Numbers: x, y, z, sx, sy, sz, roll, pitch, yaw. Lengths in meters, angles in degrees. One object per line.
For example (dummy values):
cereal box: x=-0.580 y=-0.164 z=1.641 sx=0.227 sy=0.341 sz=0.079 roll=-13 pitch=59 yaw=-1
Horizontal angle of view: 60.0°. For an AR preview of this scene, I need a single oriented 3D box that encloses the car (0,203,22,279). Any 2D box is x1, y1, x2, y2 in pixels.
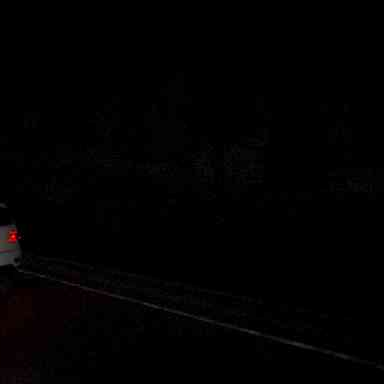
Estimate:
car: x=-6.736 y=1.222 z=8.796 sx=5.566 sy=2.045 sz=2.150 roll=0 pitch=0 yaw=35
